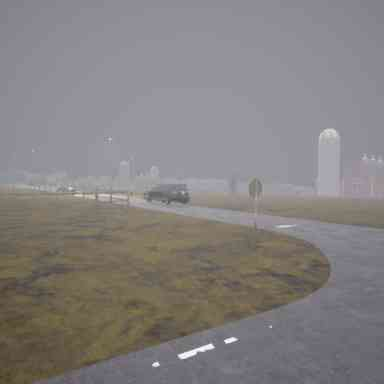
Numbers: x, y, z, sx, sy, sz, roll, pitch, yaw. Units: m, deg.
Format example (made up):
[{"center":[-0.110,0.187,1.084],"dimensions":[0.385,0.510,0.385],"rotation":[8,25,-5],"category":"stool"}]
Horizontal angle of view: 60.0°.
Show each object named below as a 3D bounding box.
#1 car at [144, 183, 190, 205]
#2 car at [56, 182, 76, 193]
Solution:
[{"center":[-2.442,0.144,31.792],"dimensions":[2.150,2.045,5.566],"rotation":[1,2,-38],"category":"car"},{"center":[-18.866,-0.694,49.805],"dimensions":[2.128,1.511,4.902],"rotation":[2,2,-36],"category":"car"}]
